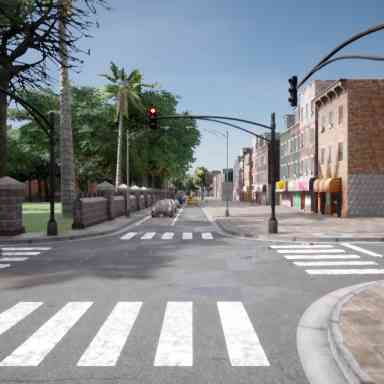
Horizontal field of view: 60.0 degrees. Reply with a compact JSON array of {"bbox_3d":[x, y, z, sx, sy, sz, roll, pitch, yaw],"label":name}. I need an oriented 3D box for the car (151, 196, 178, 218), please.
[{"bbox_3d":[-2.627,1.481,30.626,1.967,1.590,4.097,0,0,0],"label":"car"}]

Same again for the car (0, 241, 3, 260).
[{"bbox_3d":[-8.206,1.424,9.875,4.553,1.767,2.097,0,0,0],"label":"car"}]

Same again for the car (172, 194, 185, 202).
[{"bbox_3d":[-2.949,1.401,64.262,2.150,2.045,5.566,0,0,0],"label":"car"}]

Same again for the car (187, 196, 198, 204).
[{"bbox_3d":[0.128,1.689,68.865,2.128,1.511,4.902,0,0,0],"label":"car"}]

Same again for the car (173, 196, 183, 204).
[{"bbox_3d":[-2.985,1.714,71.231,1.837,1.490,4.892,0,0,0],"label":"car"}]

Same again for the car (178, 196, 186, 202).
[{"bbox_3d":[-2.601,1.860,87.512,2.008,1.369,4.403,-1,0,0],"label":"car"}]

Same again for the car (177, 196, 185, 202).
[{"bbox_3d":[-2.603,1.817,81.823,1.887,1.381,4.507,0,0,0],"label":"car"}]

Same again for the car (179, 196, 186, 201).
[{"bbox_3d":[-2.598,1.913,93.200,1.947,1.339,4.313,-1,0,0],"label":"car"}]

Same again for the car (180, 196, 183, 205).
[{"bbox_3d":[-2.619,1.679,47.692,1.802,1.307,4.206,0,0,0],"label":"car"}]

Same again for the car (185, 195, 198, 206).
[{"bbox_3d":[0.130,1.627,59.511,1.882,1.535,5.008,0,0,0],"label":"car"}]

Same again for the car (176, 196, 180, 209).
[{"bbox_3d":[-2.623,1.497,36.314,1.967,1.590,4.097,0,0,0],"label":"car"}]
